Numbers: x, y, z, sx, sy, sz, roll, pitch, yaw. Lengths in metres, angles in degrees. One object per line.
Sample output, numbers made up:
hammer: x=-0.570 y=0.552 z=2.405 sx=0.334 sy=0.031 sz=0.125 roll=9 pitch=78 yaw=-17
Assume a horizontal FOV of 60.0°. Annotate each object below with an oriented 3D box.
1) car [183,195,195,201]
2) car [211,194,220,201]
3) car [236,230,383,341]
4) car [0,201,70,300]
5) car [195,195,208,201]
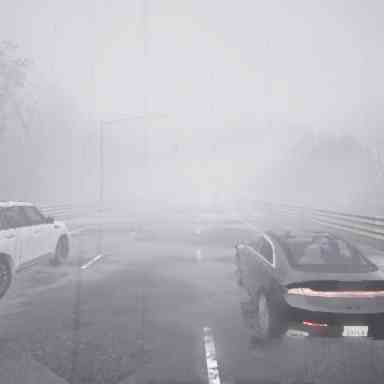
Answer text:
car: x=-1.131 y=1.606 z=85.774 sx=2.033 sy=1.411 sz=5.357 roll=0 pitch=0 yaw=6
car: x=5.954 y=1.417 z=86.310 sx=2.097 sy=1.767 sz=4.553 roll=0 pitch=0 yaw=6
car: x=2.003 y=1.490 z=6.497 sx=2.128 sy=1.511 sz=4.902 roll=0 pitch=0 yaw=0
car: x=-5.005 y=1.225 z=8.390 sx=2.150 sy=2.045 sz=5.566 roll=0 pitch=0 yaw=0
car: x=2.398 y=1.659 z=85.897 sx=1.895 sy=1.301 sz=4.718 roll=0 pitch=0 yaw=6
